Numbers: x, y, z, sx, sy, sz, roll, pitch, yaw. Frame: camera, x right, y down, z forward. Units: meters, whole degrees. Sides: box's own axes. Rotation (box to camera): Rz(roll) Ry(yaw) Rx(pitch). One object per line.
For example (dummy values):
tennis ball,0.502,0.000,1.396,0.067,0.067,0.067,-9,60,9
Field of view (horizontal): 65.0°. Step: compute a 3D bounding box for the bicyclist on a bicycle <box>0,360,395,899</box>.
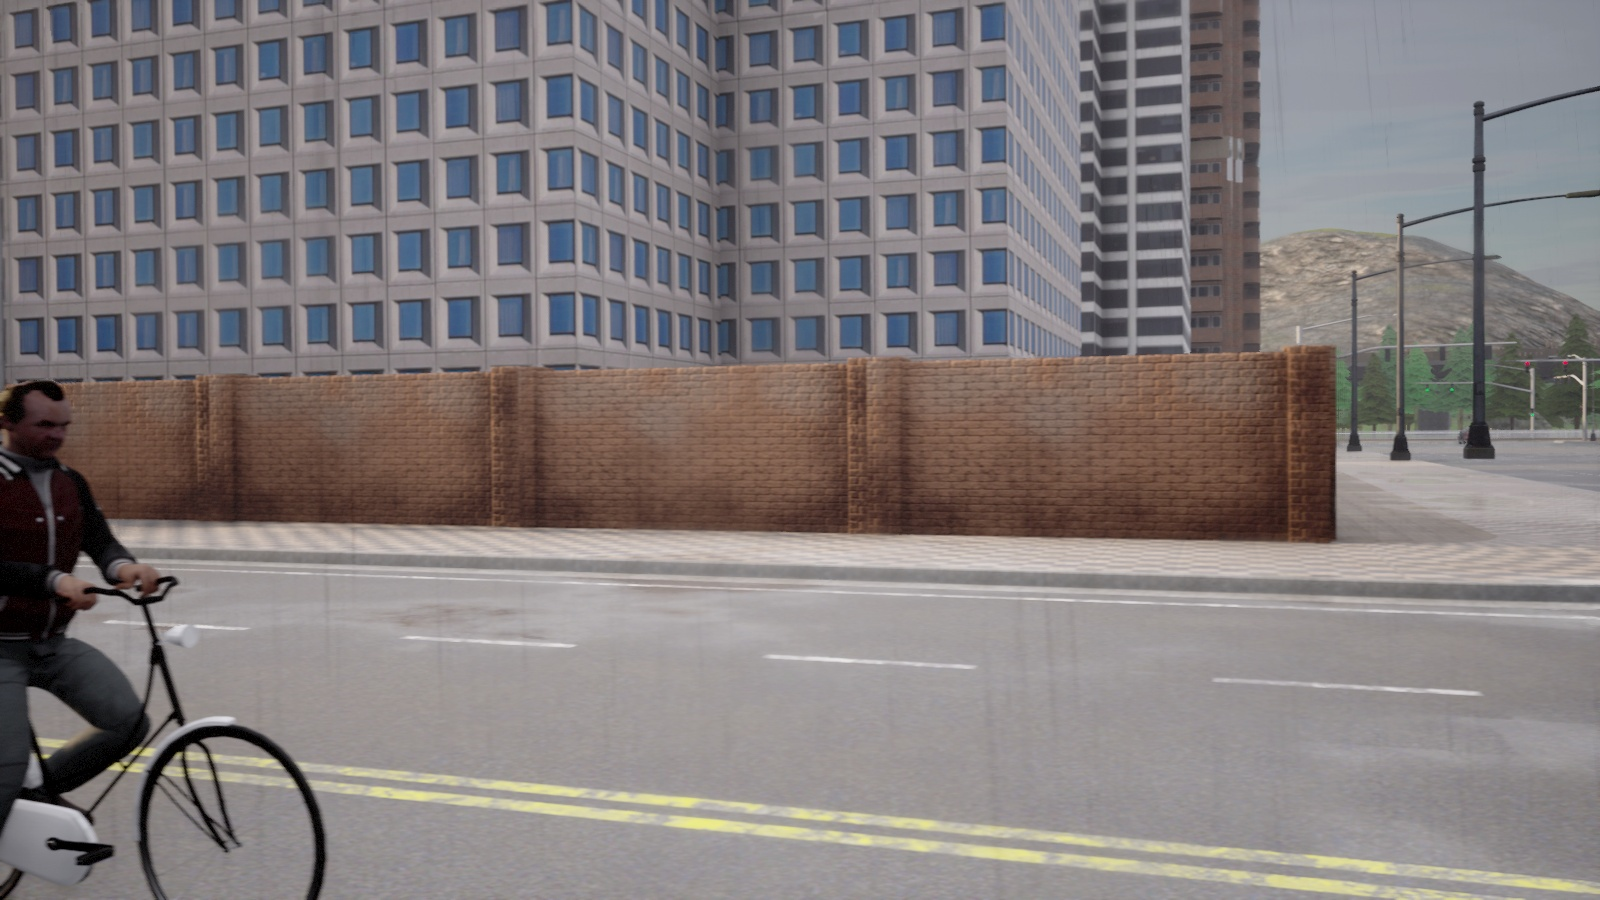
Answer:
bicyclist on a bicycle,-2.268,0.644,3.954,1.843,1.776,0.659,0,1,19
